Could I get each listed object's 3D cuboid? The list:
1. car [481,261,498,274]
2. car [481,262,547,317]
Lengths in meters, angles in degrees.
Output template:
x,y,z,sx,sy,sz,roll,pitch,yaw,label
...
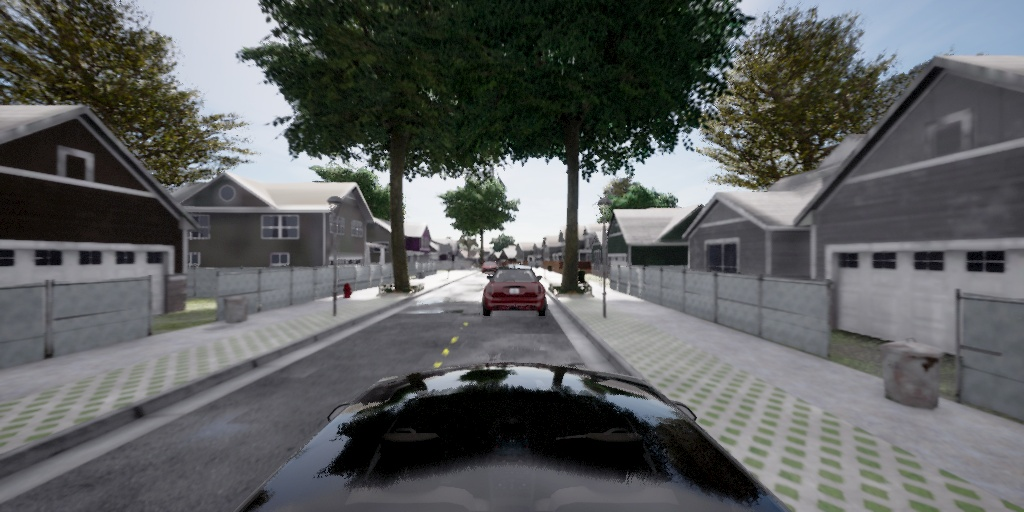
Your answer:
x,y,z,sx,sy,sz,roll,pitch,yaw,label
-2.828,1.456,45.476,1.882,1.535,5.008,0,0,0,car
0.085,1.126,13.459,2.097,1.767,4.553,0,0,0,car
